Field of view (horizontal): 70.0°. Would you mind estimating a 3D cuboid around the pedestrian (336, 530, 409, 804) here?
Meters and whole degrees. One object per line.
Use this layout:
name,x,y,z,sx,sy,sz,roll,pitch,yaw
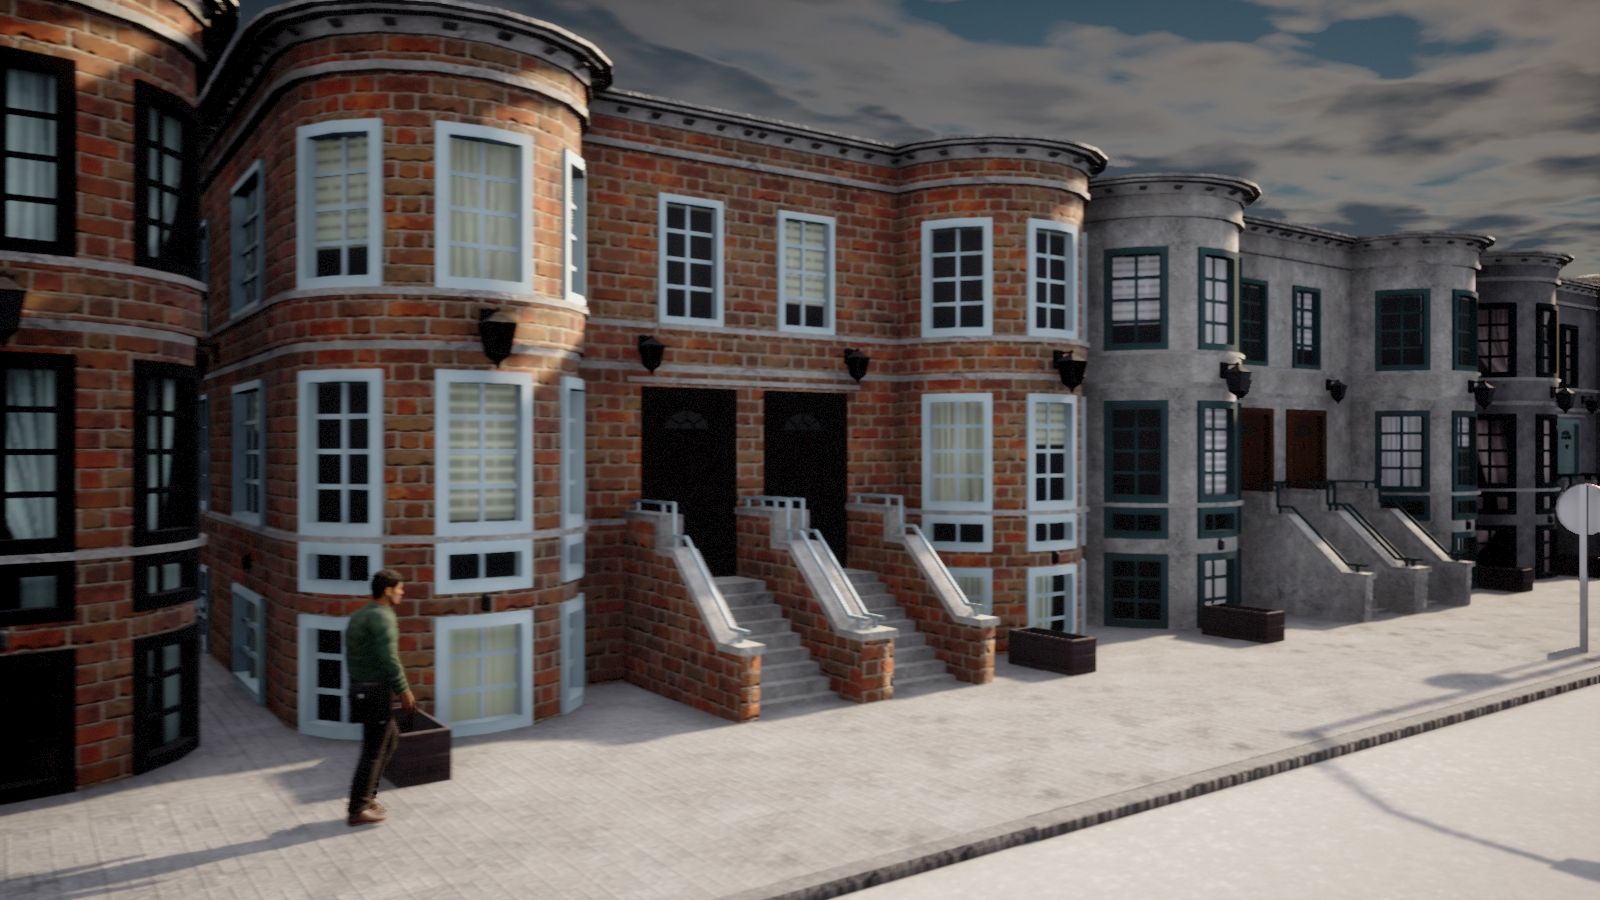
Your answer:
pedestrian,-3.066,1.524,8.186,0.375,1.860,0.375,0,0,-42
